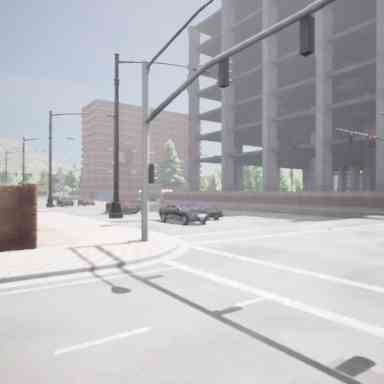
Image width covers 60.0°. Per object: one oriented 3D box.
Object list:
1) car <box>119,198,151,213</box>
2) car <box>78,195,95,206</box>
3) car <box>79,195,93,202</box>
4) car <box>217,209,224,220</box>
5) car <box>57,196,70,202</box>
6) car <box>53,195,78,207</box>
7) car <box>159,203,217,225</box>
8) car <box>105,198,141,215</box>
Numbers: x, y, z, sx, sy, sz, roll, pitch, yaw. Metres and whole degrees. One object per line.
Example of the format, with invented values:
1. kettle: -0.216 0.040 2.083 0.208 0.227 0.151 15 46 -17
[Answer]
1. car: -6.962 1.597 39.924 1.837 1.490 4.892 0 1 -35
2. car: -17.714 1.645 55.454 1.812 1.442 4.674 0 0 -35
3. car: -24.883 1.503 77.901 1.812 1.442 4.674 0 0 -35
4. car: 0.497 1.644 29.273 2.033 1.411 5.357 0 0 -35
5. car: -31.253 1.714 80.894 1.895 1.301 4.718 0 0 -35
6. car: -20.077 1.588 52.707 1.837 1.490 4.892 0 -1 -35
7. car: -0.706 1.568 24.909 2.128 1.511 4.902 0 0 -35
8. car: -7.323 1.430 34.340 2.097 1.767 4.553 0 0 -35
